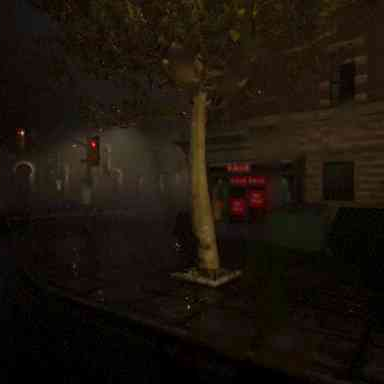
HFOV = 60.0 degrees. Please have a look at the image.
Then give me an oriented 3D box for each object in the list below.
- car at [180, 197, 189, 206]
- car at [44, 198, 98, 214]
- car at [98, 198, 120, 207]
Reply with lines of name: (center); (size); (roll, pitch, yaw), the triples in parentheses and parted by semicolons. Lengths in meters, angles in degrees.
car: (0.013, 1.416, 50.904); (1.812, 1.442, 4.674); (0, 0, 36)
car: (-12.487, 1.368, 33.939); (1.882, 1.535, 5.008); (0, 0, 36)
car: (-12.263, 1.461, 45.468); (1.895, 1.301, 4.718); (0, 0, 36)
